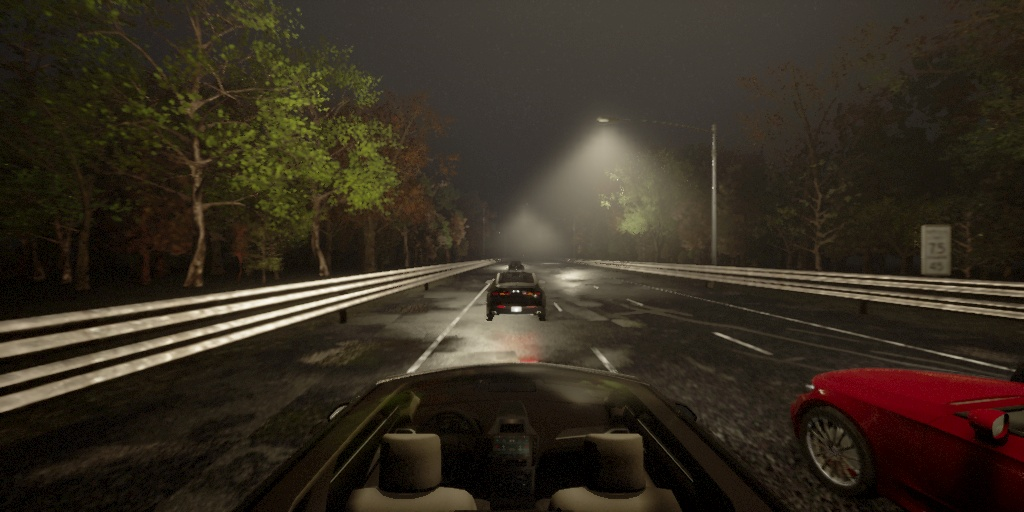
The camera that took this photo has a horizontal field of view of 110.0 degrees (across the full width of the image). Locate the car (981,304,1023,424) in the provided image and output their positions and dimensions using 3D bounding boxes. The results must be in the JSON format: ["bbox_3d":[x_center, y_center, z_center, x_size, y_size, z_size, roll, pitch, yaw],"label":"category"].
[{"bbox_3d":[7.107,1.315,2.582,1.994,1.385,4.181,0,0,0],"label":"car"}]

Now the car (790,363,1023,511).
[{"bbox_3d":[3.605,1.276,1.495,1.812,1.442,4.674,0,0,0],"label":"car"}]

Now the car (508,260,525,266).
[{"bbox_3d":[0.526,1.251,43.162,1.837,1.490,4.892,0,0,1],"label":"car"}]

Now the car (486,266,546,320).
[{"bbox_3d":[0.139,1.254,12.557,1.837,1.490,4.892,0,0,0],"label":"car"}]
